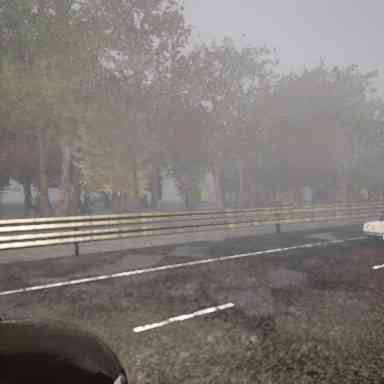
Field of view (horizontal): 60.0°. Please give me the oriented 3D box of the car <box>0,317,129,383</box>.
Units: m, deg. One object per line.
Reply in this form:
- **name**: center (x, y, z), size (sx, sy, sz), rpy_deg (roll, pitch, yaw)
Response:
- **car**: center (-2.722, 1.504, 1.749), size (4.902, 1.511, 2.128), rpy_deg (-1, 0, -35)

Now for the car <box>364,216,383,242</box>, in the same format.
- **car**: center (9.441, 1.447, 14.043), size (4.718, 1.301, 1.895), rpy_deg (-1, 0, -32)
